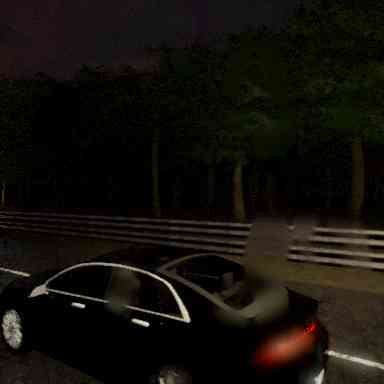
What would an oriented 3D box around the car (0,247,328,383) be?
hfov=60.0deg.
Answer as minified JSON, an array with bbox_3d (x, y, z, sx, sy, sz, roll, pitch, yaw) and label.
[{"bbox_3d":[-0.784,1.525,4.536,4.892,1.490,1.837,0,0,35],"label":"car"}]
